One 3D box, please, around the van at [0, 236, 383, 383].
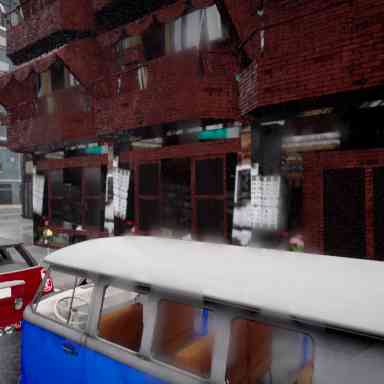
[{"bbox_3d":[0.286,1.341,2.530,3.998,1.788,1.690,0,-1,35],"label":"van"}]
